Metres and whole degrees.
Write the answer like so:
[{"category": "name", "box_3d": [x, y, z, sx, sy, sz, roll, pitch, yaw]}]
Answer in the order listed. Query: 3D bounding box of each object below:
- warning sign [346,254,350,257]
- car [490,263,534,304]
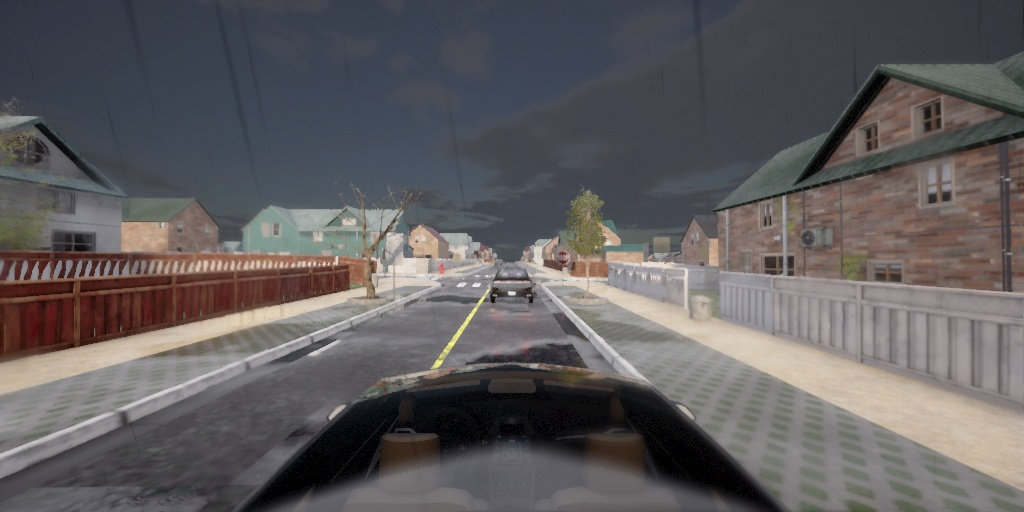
[{"category": "warning sign", "box_3d": [-15.789, 0.638, 34.442, 1.060, 1.860, 1.300, 0, 0, 0]}, {"category": "car", "box_3d": [0.000, 1.256, 16.503, 2.128, 1.511, 4.902, 0, 0, 0]}]
